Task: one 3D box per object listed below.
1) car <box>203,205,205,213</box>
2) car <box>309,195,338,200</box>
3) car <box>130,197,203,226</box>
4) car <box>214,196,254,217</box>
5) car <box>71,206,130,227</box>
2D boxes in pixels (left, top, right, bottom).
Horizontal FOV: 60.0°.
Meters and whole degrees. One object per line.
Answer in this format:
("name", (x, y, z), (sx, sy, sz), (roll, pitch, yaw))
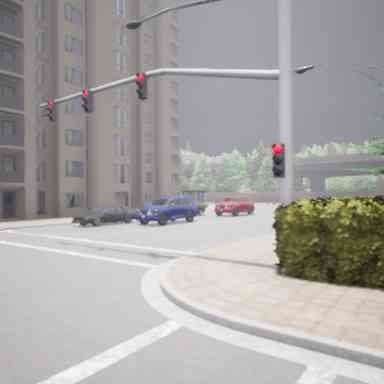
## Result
("car", (-0.665, 1.720, 33.408), (1.882, 1.535, 5.008), (-1, -1, 36))
("car", (15.334, 1.332, 37.215), (2.150, 2.045, 5.566), (-1, 0, 36))
("car", (-1.836, 1.422, 25.885), (2.150, 2.045, 5.566), (-1, -1, 36))
("car", (4.493, 1.421, 34.531), (2.150, 2.045, 5.566), (-1, -1, 36))
("car", (-6.454, 1.791, 25.489), (2.033, 1.411, 5.357), (-1, 0, 36))
